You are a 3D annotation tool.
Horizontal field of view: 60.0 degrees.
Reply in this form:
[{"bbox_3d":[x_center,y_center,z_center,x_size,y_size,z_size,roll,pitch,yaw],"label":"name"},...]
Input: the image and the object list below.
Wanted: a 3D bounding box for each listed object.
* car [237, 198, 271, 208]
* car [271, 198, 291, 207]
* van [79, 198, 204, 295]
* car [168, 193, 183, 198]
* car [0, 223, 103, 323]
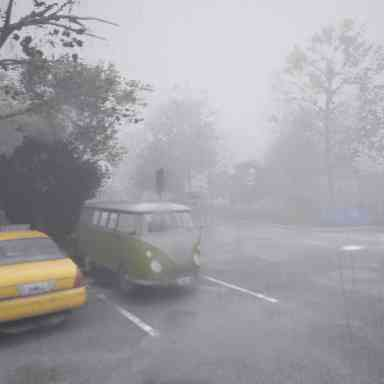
[{"bbox_3d":[9.033,1.628,50.183,1.895,1.301,4.718,-2,2,-35],"label":"car"},{"bbox_3d":[12.921,1.532,50.066,1.994,1.385,4.181,-2,2,-35],"label":"car"},{"bbox_3d":[-1.452,1.248,8.639,1.878,1.987,4.442,0,0,-35],"label":"van"},{"bbox_3d":[-2.293,1.049,60.086,4.553,1.767,2.097,0,0,-1],"label":"car"},{"bbox_3d":[-3.902,1.473,7.263,1.946,1.575,5.366,0,0,-35],"label":"car"}]
